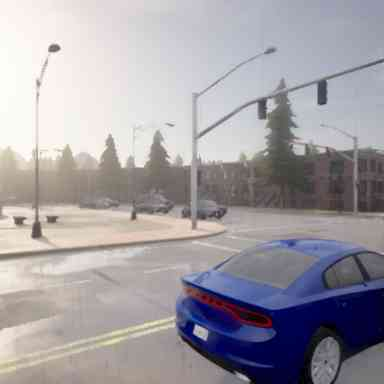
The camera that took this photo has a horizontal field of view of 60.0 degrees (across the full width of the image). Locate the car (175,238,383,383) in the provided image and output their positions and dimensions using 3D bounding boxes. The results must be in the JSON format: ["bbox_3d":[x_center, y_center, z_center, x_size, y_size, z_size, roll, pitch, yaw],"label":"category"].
[{"bbox_3d":[2.110,1.491,5.299,5.008,1.535,1.882,1,0,-36],"label":"car"}]

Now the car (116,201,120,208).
[{"bbox_3d":[-12.684,1.526,48.068,5.008,1.535,1.882,0,0,32],"label":"car"}]

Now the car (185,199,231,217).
[{"bbox_3d":[1.516,1.536,33.658,1.882,1.535,5.008,0,0,-37],"label":"car"}]

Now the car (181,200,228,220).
[{"bbox_3d":[0.852,1.612,28.664,1.994,1.385,4.181,0,0,-36],"label":"car"}]

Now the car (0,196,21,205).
[{"bbox_3d":[-32.731,1.523,58.656,4.892,1.490,1.837,0,0,5],"label":"car"}]

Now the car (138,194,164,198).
[{"bbox_3d":[-4.637,1.277,41.334,2.150,2.045,5.566,0,0,-44],"label":"car"}]

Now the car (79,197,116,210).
[{"bbox_3d":[-12.900,1.533,44.020,4.902,1.511,2.128,0,0,35],"label":"car"}]

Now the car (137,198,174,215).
[{"bbox_3d":[-4.196,1.611,35.386,1.994,1.385,4.181,0,0,-38],"label":"car"}]
